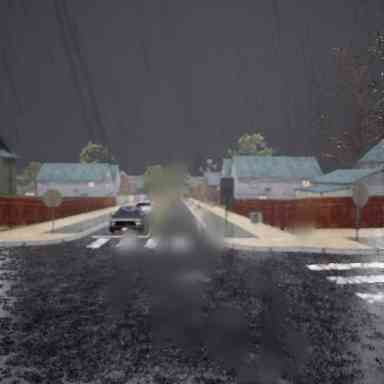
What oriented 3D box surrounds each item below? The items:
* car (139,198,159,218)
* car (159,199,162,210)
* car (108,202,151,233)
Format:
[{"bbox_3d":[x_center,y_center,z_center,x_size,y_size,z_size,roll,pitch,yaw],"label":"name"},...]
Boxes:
[{"bbox_3d":[-4.356,1.554,30.931,1.812,1.442,4.674,0,0,-3],"label":"car"},{"bbox_3d":[-4.923,1.544,43.604,1.882,1.535,5.008,0,0,-3],"label":"car"},{"bbox_3d":[-3.746,1.553,19.957,2.033,1.411,5.357,0,0,-6],"label":"car"}]
